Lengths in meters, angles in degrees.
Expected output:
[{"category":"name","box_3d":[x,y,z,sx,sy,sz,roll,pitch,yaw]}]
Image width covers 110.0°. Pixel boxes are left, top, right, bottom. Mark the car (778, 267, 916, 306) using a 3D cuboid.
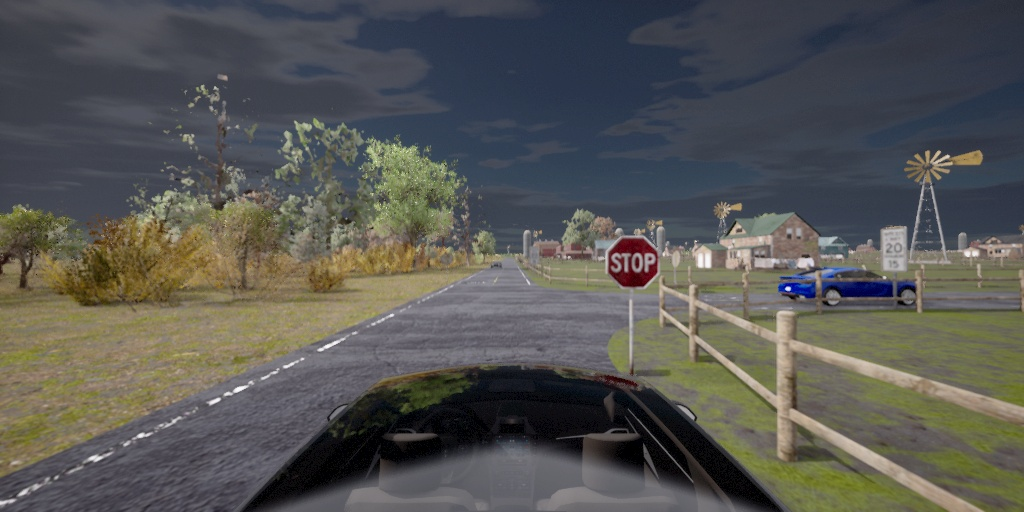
[{"category":"car","box_3d":[14.044,1.218,15.078,5.008,1.535,1.882,0,-1,-1]}]
